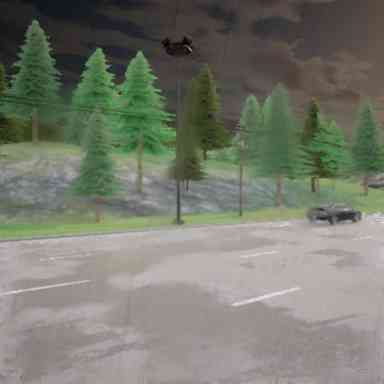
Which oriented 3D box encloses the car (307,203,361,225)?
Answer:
[{"bbox_3d":[10.370,1.518,24.146,4.902,1.511,2.128,0,0,-35],"label":"car"}]
